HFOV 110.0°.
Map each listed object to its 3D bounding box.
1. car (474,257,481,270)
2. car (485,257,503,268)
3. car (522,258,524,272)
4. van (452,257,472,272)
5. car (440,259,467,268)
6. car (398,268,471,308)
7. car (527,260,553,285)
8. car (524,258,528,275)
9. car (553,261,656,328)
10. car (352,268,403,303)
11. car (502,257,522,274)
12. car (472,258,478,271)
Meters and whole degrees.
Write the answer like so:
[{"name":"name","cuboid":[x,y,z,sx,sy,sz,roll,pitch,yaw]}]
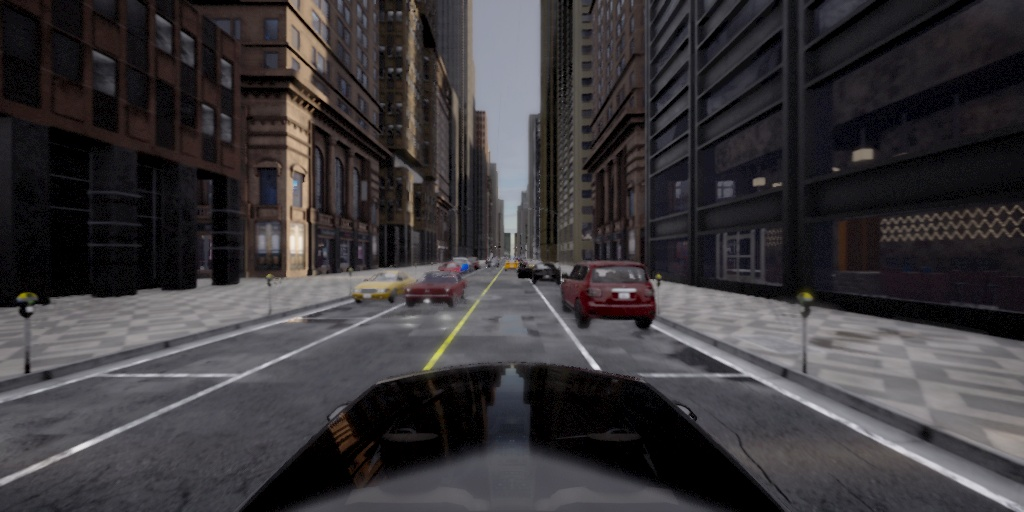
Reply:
[{"name":"car","cuboid":[-5.748,1.063,50.555,2.192,1.841,5.009,0,0,0]},{"name":"car","cuboid":[-3.017,1.241,58.968,2.128,1.511,4.902,0,0,1]},{"name":"car","cuboid":[2.778,1.330,56.184,1.802,1.307,4.207,0,0,0]},{"name":"van","cuboid":[-5.751,1.088,39.318,1.690,1.789,3.998,0,0,0]},{"name":"car","cuboid":[-5.753,1.291,33.699,1.888,1.381,4.507,0,0,0]},{"name":"car","cuboid":[-3.096,1.347,15.327,1.895,1.301,4.718,0,0,0]},{"name":"car","cuboid":[2.368,1.223,26.456,1.882,1.535,5.008,0,0,0]},{"name":"car","cuboid":[2.775,1.272,45.116,1.751,1.417,4.829,0,0,0]},{"name":"car","cuboid":[2.766,1.061,11.234,2.192,1.841,5.009,0,0,0]},{"name":"car","cuboid":[-5.758,1.272,16.674,1.751,1.417,4.829,0,0,0]},{"name":"car","cuboid":[0.038,1.225,48.266,1.882,1.535,5.008,0,-1,1]},{"name":"car","cuboid":[-5.750,1.298,44.936,2.007,1.370,4.403,0,0,0]}]
